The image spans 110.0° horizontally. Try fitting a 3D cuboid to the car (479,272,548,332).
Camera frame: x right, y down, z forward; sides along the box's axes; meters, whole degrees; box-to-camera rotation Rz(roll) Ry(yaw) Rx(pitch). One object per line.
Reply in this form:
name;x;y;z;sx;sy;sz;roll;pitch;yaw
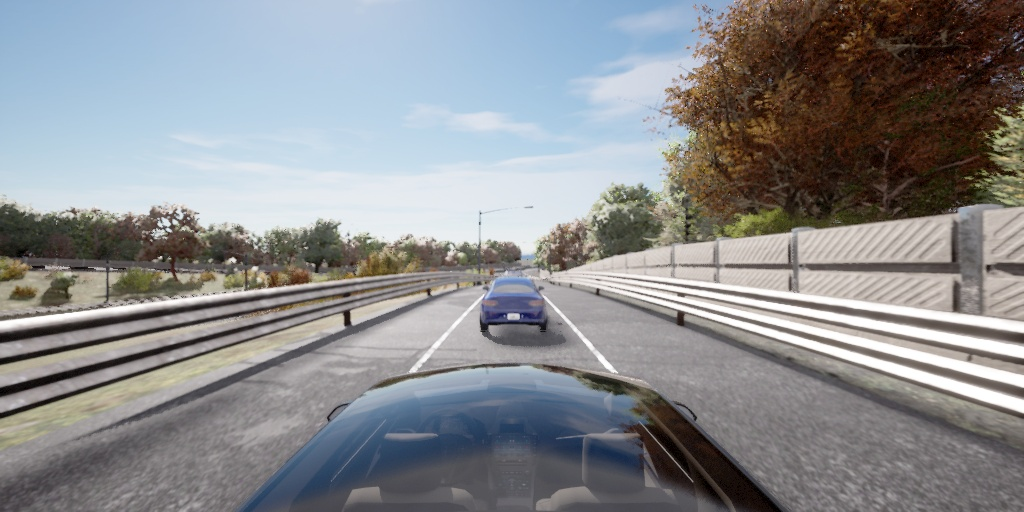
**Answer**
car;0.043;1.365;11.104;1.812;1.442;4.674;0;-1;0
